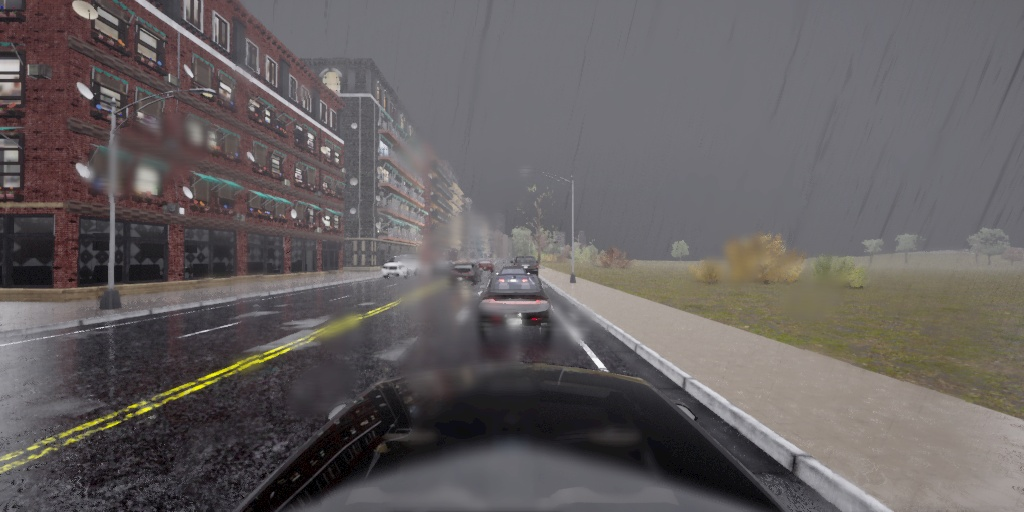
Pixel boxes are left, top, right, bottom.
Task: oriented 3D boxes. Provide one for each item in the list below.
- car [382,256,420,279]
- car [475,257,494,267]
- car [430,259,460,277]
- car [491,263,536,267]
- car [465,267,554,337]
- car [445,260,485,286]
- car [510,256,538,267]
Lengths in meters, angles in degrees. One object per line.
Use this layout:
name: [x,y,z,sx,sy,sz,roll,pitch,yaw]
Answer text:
car: [-9.923,0.975,32.580,2.150,2.045,5.566,0,0,0]
car: [-3.251,1.232,44.633,1.882,1.535,5.008,0,0,0]
car: [-6.678,1.231,35.143,1.882,1.535,5.008,0,0,0]
car: [0.060,1.301,20.712,2.033,1.411,5.357,0,0,0]
car: [0.081,1.243,10.272,2.128,1.511,4.902,0,0,0]
car: [-3.206,1.259,25.381,1.837,1.490,4.892,0,0,0]
car: [1.069,0.979,30.924,2.150,2.045,5.566,0,0,0]
